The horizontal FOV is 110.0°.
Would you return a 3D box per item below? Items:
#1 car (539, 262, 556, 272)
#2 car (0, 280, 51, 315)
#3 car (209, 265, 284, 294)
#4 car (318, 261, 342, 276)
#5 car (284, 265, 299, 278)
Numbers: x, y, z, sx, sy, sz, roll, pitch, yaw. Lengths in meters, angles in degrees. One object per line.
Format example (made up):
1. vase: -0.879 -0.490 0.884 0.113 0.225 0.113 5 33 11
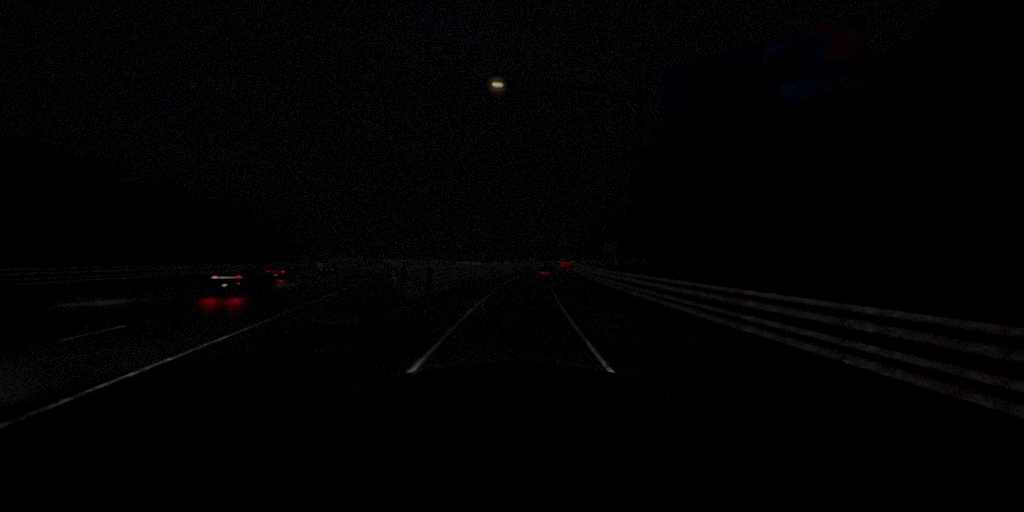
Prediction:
1. car: 5.358 1.574 53.618 1.837 1.490 4.892 1 0 15
2. car: -16.470 1.209 10.343 2.128 1.511 4.902 1 -1 -15
3. car: -15.755 1.361 21.230 2.128 1.511 4.902 1 -1 -15
4. car: -22.479 1.692 44.509 2.033 1.411 5.357 1 -1 -17
5. car: -24.137 1.633 37.880 1.895 1.301 4.718 1 -1 -17
